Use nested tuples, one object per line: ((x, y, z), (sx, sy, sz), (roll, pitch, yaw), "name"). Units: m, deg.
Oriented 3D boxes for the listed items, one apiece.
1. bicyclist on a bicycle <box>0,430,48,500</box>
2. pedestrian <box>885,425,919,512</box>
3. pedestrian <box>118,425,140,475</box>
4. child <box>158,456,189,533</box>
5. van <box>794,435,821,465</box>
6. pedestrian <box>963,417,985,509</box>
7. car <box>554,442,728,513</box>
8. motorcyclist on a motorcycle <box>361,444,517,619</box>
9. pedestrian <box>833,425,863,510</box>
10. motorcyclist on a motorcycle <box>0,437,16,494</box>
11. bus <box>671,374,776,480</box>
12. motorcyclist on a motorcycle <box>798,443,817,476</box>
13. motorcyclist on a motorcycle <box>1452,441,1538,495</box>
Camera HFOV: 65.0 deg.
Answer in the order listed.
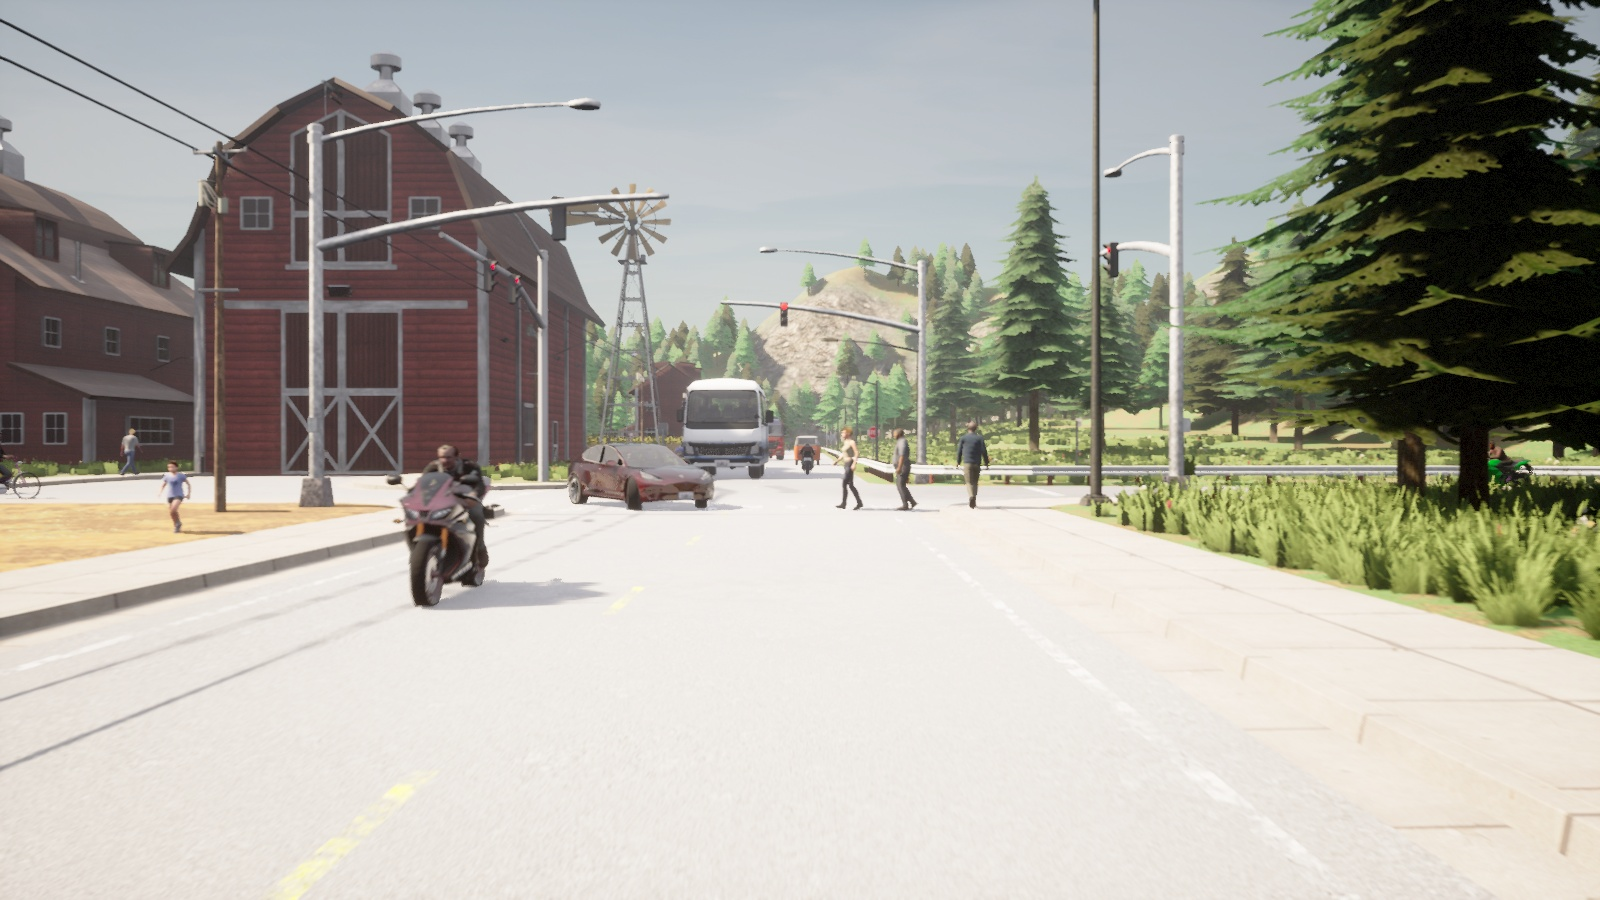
((-20.495, 0.387, 32.321), (1.843, 1.776, 0.659), (-1, 1, -1), "bicyclist on a bicycle")
((2.188, 0.391, 27.016), (0.694, 1.848, 0.540), (0, 0, 3), "pedestrian")
((-24.832, -0.020, 46.486), (0.354, 1.836, 0.706), (0, 0, 12), "pedestrian")
((-9.123, 0.642, 18.279), (0.255, 1.110, 0.394), (0, 0, -1), "child")
((0.501, 0.015, 85.404), (1.775, 1.987, 4.442), (0, 0, 0), "van")
((3.544, 0.260, 25.598), (0.402, 1.842, 0.726), (0, 0, 4), "pedestrian")
((-3.796, 0.567, 29.234), (2.163, 1.488, 4.792), (0, 1, -33), "car")
((-3.416, 0.710, 12.118), (0.866, 1.530, 2.191), (0, 0, 0), "motorcyclist on a motorcycle")
((1.055, 0.378, 27.487), (0.594, 1.836, 0.345), (0, 0, -12), "pedestrian")
((-23.538, 0.445, 35.784), (1.817, 1.590, 0.866), (-1, 1, -1), "motorcyclist on a motorcycle")
((-3.168, -0.945, 55.553), (3.944, 4.253, 10.273), (0, 0, 0), "bus")
((0.356, 0.444, 60.002), (0.866, 1.530, 2.191), (0, 0, 0), "motorcyclist on a motorcycle")
((20.089, 0.513, 36.328), (2.044, 1.523, 0.797), (0, 0, -1), "motorcyclist on a motorcycle")
